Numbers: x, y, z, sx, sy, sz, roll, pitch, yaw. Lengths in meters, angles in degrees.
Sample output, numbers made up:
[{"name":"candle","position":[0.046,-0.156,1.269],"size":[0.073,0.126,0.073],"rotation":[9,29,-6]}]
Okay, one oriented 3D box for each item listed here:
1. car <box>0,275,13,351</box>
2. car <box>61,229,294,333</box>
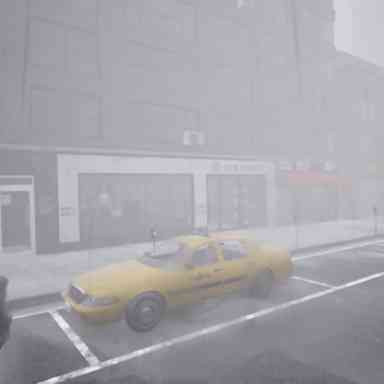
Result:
[{"name":"car","position":[-4.347,1.590,3.563],"size":[4.313,1.339,1.947],"rotation":[-1,0,-35]},{"name":"car","position":[-0.001,1.467,6.656],"size":[4.829,1.417,1.752],"rotation":[-1,0,-35]}]
